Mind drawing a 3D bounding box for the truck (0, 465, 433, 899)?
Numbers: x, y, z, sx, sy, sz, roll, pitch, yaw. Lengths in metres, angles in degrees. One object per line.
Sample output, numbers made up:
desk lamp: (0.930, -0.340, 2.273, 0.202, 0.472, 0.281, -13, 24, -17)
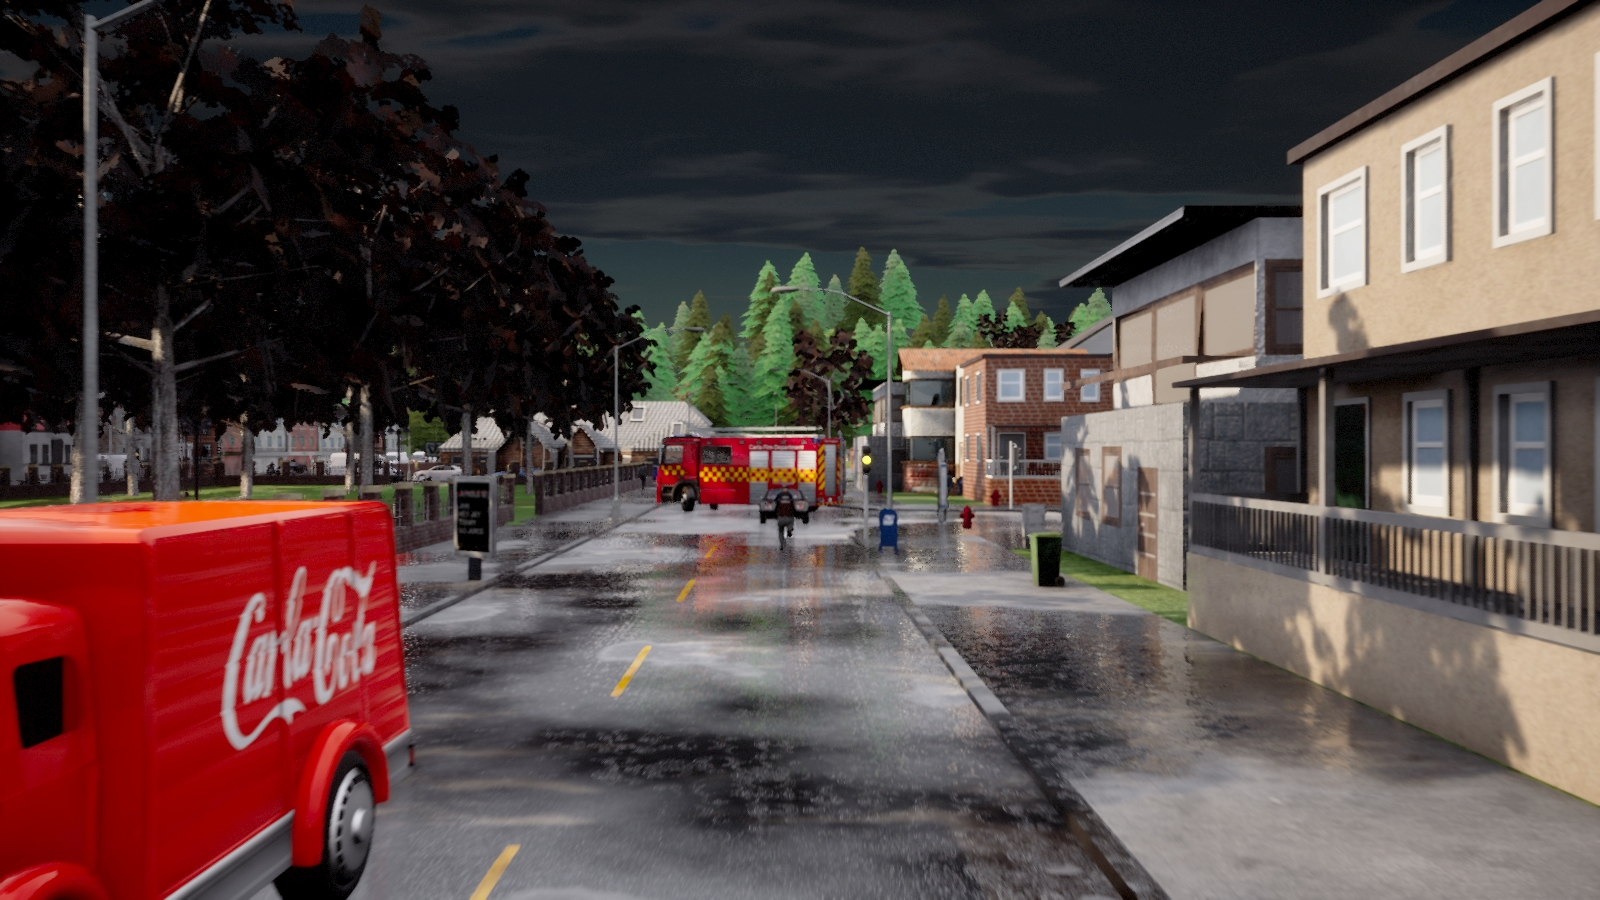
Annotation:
truck: (-3.989, 1.348, 5.885, 2.627, 2.467, 5.204, 0, 0, -1)

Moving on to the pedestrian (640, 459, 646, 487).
pedestrian: (-10.514, 1.524, 76.627, 0.375, 1.860, 0.375, 0, 0, -1)

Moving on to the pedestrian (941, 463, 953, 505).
pedestrian: (6.670, 1.540, 51.851, 0.375, 1.860, 0.375, 0, 0, -35)

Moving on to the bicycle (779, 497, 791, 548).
bicycle: (-0.409, 1.940, 30.938, 0.329, 1.271, 1.835, 0, 0, -1)

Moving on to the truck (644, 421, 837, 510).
truck: (-2.770, 0.670, 51.996, 8.468, 3.827, 2.891, 0, 0, 27)

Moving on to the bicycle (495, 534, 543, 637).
bicycle: (-4.072, 1.936, 16.642, 0.373, 1.296, 1.643, 0, 0, -3)

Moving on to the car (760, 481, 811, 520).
car: (-0.586, 1.934, 44.592, 1.895, 1.301, 4.718, 0, 0, -1)
